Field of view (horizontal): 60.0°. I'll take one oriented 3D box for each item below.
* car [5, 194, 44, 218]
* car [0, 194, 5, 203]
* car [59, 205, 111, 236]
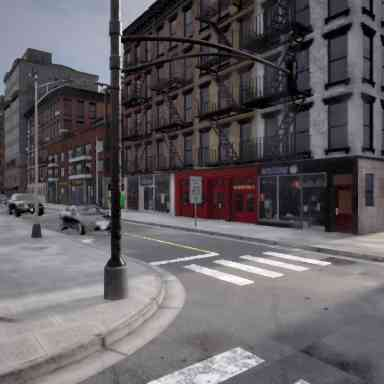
[{"bbox_3d":[-15.356,1.171,30.695,2.150,2.045,5.566,0,0,-37],"label":"car"},{"bbox_3d":[-24.655,0.930,42.919,2.097,1.767,4.553,0,0,-38],"label":"car"},{"bbox_3d":[-5.862,1.467,18.360,2.128,1.511,4.902,0,0,-38],"label":"car"}]
